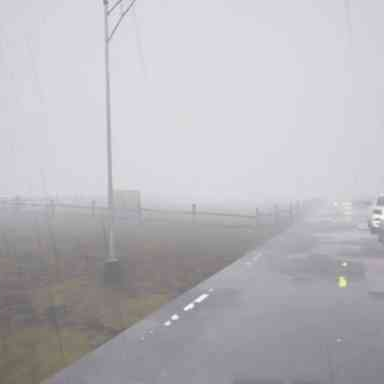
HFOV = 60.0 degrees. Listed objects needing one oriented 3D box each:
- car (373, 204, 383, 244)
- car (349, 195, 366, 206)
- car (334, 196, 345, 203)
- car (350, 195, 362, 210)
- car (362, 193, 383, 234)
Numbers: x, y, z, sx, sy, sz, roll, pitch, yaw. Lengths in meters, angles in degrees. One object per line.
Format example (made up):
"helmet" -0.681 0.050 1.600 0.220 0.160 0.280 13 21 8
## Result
"car" 8.070 1.384 12.345 1.837 1.490 4.892 -2 0 25
"car" 25.114 1.215 50.522 2.128 1.511 4.902 -2 -1 25
"car" 27.866 1.400 62.824 1.895 1.301 4.718 -2 -1 25
"car" 19.694 1.228 38.894 1.882 1.535 5.008 -2 0 26
"car" 10.627 1.070 17.804 2.150 2.045 5.566 -2 0 25
